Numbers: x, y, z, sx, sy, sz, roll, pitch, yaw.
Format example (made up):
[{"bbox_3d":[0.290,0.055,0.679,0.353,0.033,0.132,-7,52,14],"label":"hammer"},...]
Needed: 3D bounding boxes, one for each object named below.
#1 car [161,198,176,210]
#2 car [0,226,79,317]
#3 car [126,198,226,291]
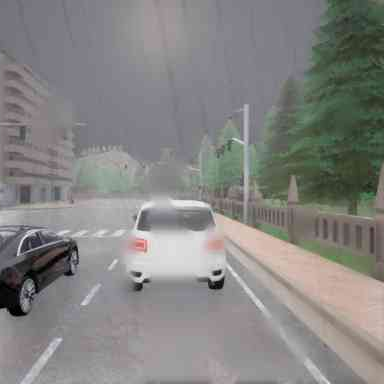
[{"bbox_3d":[-3.166,1.526,44.422,1.812,1.442,4.674,0,0,-4],"label":"car"},{"bbox_3d":[-3.971,1.492,7.405,2.128,1.511,4.902,0,0,-3],"label":"car"},{"bbox_3d":[-0.480,1.221,9.186,2.150,2.045,5.566,0,0,-4],"label":"car"}]
